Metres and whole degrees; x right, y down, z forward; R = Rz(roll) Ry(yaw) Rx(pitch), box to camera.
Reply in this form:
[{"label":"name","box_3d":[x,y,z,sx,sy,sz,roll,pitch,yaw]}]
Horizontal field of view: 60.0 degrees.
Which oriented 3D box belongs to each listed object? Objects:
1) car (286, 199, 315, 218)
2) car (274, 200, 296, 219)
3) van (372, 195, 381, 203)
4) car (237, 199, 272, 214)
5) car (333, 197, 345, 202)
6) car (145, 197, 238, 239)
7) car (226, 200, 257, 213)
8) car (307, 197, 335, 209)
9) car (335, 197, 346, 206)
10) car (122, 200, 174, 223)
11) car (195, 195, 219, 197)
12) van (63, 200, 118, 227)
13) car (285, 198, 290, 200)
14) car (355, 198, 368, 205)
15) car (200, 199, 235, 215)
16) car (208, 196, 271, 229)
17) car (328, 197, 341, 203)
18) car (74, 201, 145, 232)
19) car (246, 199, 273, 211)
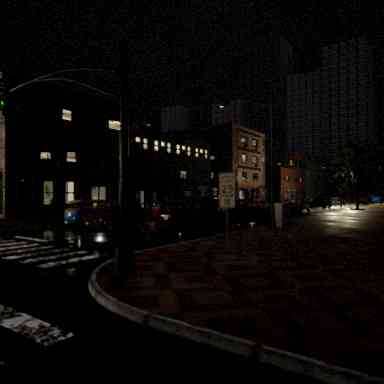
[{"label":"car","box_3d":[9.718,1.656,31.313,1.947,1.339,4.313,-1,-1,35]},{"label":"car","box_3d":[6.525,1.615,26.804,1.887,1.381,4.507,-1,-1,35]},{"label":"van","box_3d":[44.837,1.693,80.903,1.690,1.788,3.998,-1,-1,35]},{"label":"car","box_3d":[7.159,1.608,37.694,1.882,1.535,5.008,0,0,36]},{"label":"car","box_3d":[37.998,1.934,85.741,1.887,1.381,4.507,-1,-1,35]},{"label":"car","box_3d":[0.138,1.349,17.790,2.192,1.841,5.009,-1,-1,35]},{"label":"car","box_3d":[6.070,1.699,40.661,2.008,1.369,4.403,-1,-1,35]},{"label":"car","box_3d":[18.988,1.531,48.876,2.097,1.767,4.553,0,0,35]},{"label":"car","box_3d":[25.356,1.827,57.867,1.895,1.301,4.718,0,0,36]},{"label":"car","box_3d":[-3.509,1.529,27.138,1.967,1.590,4.097,-1,-1,35]},{"label":"car","box_3d":[1.117,1.314,29.184,2.150,2.045,5.566,0,0,35]},{"label":"van","box_3d":[-6.702,1.412,22.631,1.690,1.788,3.998,-1,0,35]},{"label":"car","box_3d":[15.549,1.740,54.046,1.752,1.417,4.829,-1,-1,35]},{"label":"car","box_3d":[32.067,1.800,62.868,2.008,1.369,4.403,-1,-1,35]},{"label":"car","box_3d":[2.877,1.568,36.155,1.967,1.590,4.097,-1,-1,35]},{"label":"car","box_3d":[3.331,1.367,22.298,2.192,1.841,5.009,-1,-1,35]},{"label":"car","box_3d":[34.805,1.913,81.233,2.008,1.369,4.403,-1,-1,35]},{"label":"car","box_3d":[-4.584,1.537,21.137,1.882,1.535,5.008,0,0,35]},{"label":"car","box_3d":[9.263,1.721,45.170,2.008,1.369,4.403,-1,-1,35]}]
